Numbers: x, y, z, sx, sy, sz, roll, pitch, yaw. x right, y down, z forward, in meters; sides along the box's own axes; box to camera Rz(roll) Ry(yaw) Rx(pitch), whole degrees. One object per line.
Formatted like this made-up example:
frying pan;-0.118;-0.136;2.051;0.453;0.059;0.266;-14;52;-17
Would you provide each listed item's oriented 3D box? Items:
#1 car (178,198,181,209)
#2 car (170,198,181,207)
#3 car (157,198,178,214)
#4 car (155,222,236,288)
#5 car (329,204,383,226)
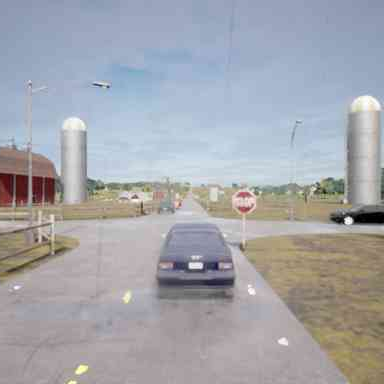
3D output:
car;-2.939;1.627;48.225;2.097;1.767;4.553;0;0;0
car;-2.951;1.881;60.268;1.882;1.535;5.008;0;0;0
car;-2.926;1.705;38.526;1.837;1.490;4.892;0;0;0
car;0.078;1.566;9.328;2.033;1.411;5.357;0;0;0
car;12.686;1.626;24.324;5.008;1.535;1.882;0;1;1
